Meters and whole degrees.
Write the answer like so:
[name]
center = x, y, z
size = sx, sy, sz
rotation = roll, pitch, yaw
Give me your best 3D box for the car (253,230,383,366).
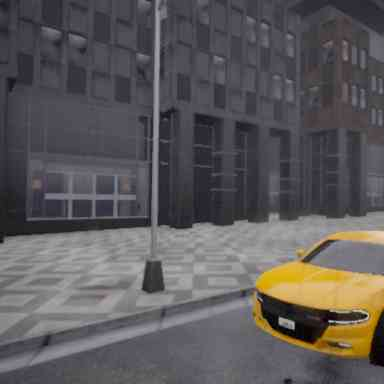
[car]
center = 3.187, 1.484, 6.039
size = 5.008, 1.535, 1.882
rotation = 0, -1, -40
